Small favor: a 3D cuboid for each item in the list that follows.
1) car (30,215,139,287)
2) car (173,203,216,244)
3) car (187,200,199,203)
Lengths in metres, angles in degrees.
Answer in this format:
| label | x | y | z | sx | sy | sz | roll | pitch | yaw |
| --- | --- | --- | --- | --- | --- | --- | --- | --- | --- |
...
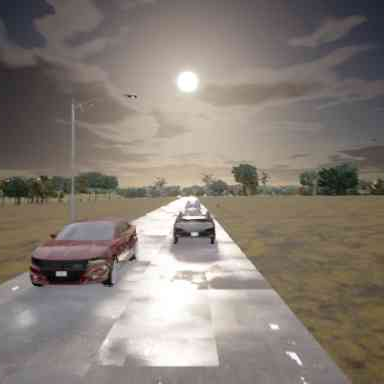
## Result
| label | x | y | z | sx | sy | sz | roll | pitch | yaw |
| --- | --- | --- | --- | --- | --- | --- | --- | --- | --- |
| car | -2.764 | 1.480 | 9.572 | 1.882 | 1.535 | 5.008 | 0 | 0 | 0 |
| car | 0.105 | 1.499 | 15.959 | 2.128 | 1.511 | 4.902 | 0 | 0 | 0 |
| car | 0.113 | 1.606 | 37.495 | 2.033 | 1.411 | 5.357 | 0 | 0 | 0 |
